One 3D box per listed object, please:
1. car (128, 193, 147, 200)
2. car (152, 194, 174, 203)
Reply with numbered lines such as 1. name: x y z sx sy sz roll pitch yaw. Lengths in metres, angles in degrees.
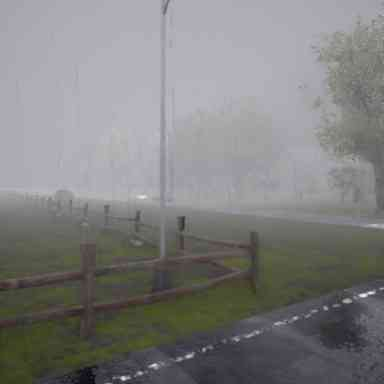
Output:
1. car: -10.149 0.860 61.505 1.895 1.301 4.718 0 1 -33
2. car: -4.765 1.016 53.336 1.895 1.301 4.718 0 1 -33
